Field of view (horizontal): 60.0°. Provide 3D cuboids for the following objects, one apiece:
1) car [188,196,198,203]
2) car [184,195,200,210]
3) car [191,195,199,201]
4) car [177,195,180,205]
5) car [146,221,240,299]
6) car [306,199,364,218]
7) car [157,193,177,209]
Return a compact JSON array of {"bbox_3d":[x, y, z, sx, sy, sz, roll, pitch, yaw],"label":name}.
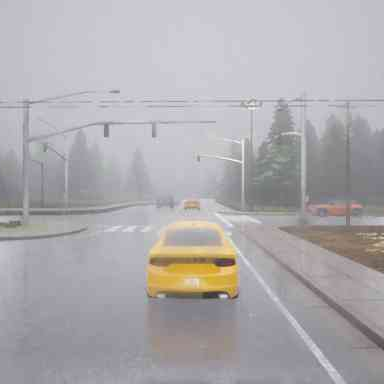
[{"bbox_3d":[0.302,1.537,72.736,2.033,1.411,5.357,0,0,2],"label":"car"},{"bbox_3d":[0.020,1.478,42.176,1.882,1.535,5.008,0,0,0],"label":"car"},{"bbox_3d":[0.701,1.442,83.129,1.837,1.490,4.892,0,0,2],"label":"car"},{"bbox_3d":[-3.537,1.352,55.952,2.097,1.767,4.553,0,0,0],"label":"car"},{"bbox_3d":[0.049,1.474,8.513,1.882,1.535,5.008,0,0,1],"label":"car"},{"bbox_3d":[12.607,1.379,29.532,4.553,1.767,2.097,0,0,1],"label":"car"},{"bbox_3d":[-3.592,1.221,45.658,2.150,2.045,5.566,0,0,-1],"label":"car"}]
